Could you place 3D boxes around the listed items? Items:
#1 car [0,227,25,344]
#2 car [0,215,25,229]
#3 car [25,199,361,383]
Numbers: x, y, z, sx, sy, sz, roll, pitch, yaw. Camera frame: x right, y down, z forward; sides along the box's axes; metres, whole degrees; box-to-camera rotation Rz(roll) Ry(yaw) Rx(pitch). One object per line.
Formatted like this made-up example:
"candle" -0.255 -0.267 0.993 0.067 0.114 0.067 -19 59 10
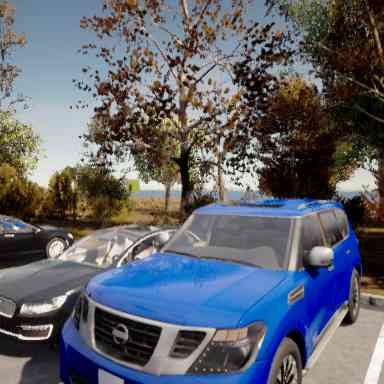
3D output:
"car" -1.217 1.425 6.474 2.231 1.521 4.892 0 0 35
"car" -5.822 1.421 9.742 2.231 1.521 4.892 0 0 35
"car" 0.962 1.173 4.879 2.435 2.045 5.566 0 0 35
